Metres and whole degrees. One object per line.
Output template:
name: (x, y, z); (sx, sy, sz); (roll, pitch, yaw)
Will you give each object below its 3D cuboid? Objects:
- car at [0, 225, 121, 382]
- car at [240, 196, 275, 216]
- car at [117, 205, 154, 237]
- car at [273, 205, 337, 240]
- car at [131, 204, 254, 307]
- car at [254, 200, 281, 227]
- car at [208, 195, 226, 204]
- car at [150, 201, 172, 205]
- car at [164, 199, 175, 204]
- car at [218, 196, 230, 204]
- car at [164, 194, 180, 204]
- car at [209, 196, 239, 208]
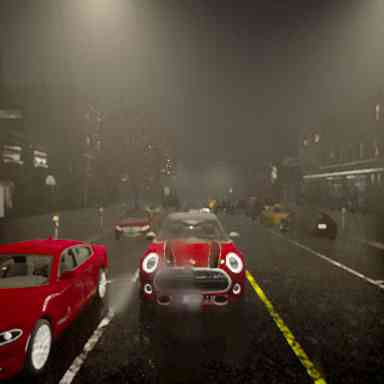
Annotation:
car: (-2.686, 1.538, 5.568); (1.887, 1.381, 4.507); (-1, 0, 0)
car: (5.723, 1.280, 27.752); (2.192, 1.841, 5.009); (-1, 0, 0)
car: (-2.670, 1.561, 16.665); (1.802, 1.307, 4.206); (-1, 0, 0)
car: (5.710, 1.544, 16.656); (1.947, 1.339, 4.313); (-1, 0, 0)
car: (0.011, 1.341, 8.194); (2.097, 1.767, 4.553); (0, 0, 0)
car: (5.718, 1.497, 22.373); (1.752, 1.417, 4.829); (-1, 0, 0)
car: (3.130, 1.420, 44.599); (1.882, 1.535, 5.008); (0, 0, 1)
car: (-2.664, 1.523, 22.213); (2.008, 1.369, 4.403); (-1, 0, 0)
car: (-2.655, 1.547, 27.762); (1.802, 1.307, 4.206); (-1, 0, 0)
car: (5.771, 1.445, 61.212); (1.752, 1.417, 4.829); (-1, 0, 0)
car: (-2.635, 1.258, 44.406); (2.192, 1.841, 5.009); (-1, 0, 0)
car: (3.134, 1.448, 33.766); (2.128, 1.511, 4.902); (0, 0, 0)
